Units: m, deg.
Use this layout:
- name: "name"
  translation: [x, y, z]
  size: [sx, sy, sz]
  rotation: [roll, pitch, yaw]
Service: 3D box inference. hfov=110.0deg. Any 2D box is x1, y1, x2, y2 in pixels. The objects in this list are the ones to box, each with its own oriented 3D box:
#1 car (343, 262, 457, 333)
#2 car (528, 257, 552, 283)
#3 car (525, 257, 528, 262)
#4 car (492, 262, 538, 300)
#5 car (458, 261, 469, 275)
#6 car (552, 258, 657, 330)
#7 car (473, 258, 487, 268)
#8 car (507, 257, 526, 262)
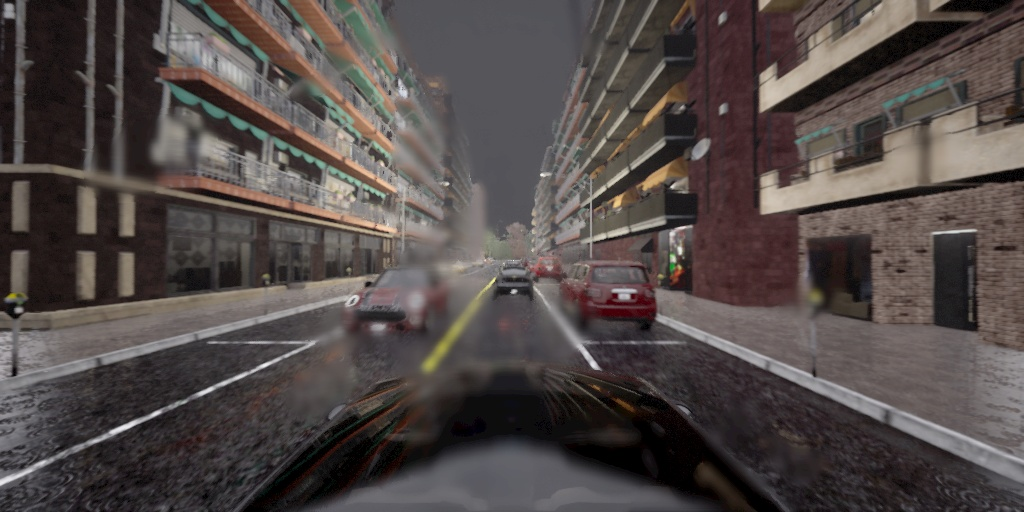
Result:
- name: "car"
  translation: [-3.099, 1.092, 10.611]
  size: [2.097, 1.767, 4.553]
  rotation: [0, 0, 0]
- name: "car"
  translation: [2.687, 1.038, 27.716]
  size: [2.192, 1.841, 5.009]
  rotation: [0, 0, 0]
- name: "car"
  translation: [2.685, 1.153, 38.852]
  size: [1.967, 1.591, 4.097]
  rotation: [0, 0, 0]
- name: "car"
  translation: [0.097, 1.240, 17.654]
  size: [1.837, 1.490, 4.892]
  rotation: [0, 1, 0]
- name: "car"
  translation: [-5.696, 1.238, 38.715]
  size: [1.751, 1.417, 4.829]
  rotation: [0, 0, 0]
- name: "car"
  translation: [2.689, 1.055, 11.013]
  size: [2.192, 1.841, 5.009]
  rotation: [0, 0, 0]
- name: "car"
  translation: [-5.699, 1.220, 60.985]
  size: [1.751, 1.417, 4.829]
  rotation: [0, 0, 0]
- name: "car"
  translation: [0.094, 1.205, 38.551]
  size: [2.128, 1.511, 4.902]
  rotation: [0, 0, 0]
